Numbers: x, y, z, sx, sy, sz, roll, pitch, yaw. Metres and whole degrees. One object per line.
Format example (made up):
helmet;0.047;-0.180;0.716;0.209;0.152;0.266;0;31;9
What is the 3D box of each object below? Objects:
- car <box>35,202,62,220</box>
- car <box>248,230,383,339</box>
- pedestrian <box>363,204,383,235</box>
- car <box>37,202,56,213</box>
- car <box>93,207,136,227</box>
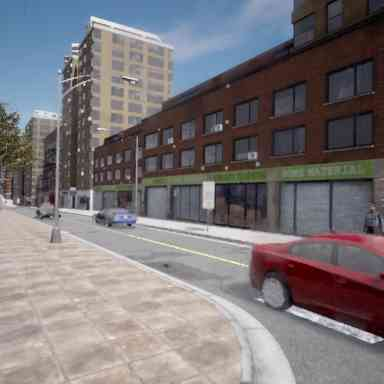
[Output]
car;-14.430;1.990;33.231;2.033;1.411;5.357;1;-2;-32
car;3.109;1.490;5.605;1.882;1.535;5.008;1;-1;-32
pedestrian;6.263;1.299;11.575;0.375;1.860;0.375;1;0;-32
car;-22.408;2.331;51.246;1.882;1.535;5.008;1;-2;-33
car;-6.024;1.875;25.470;2.033;1.411;5.357;1;-2;-32
